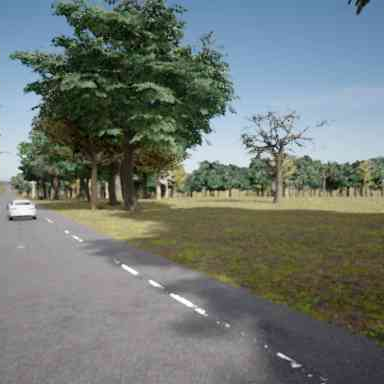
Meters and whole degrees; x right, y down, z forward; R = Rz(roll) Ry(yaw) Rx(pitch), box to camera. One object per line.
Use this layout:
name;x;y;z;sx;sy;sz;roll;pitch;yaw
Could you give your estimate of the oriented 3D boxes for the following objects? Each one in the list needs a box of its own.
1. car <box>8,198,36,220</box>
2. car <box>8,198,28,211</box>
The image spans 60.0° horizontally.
car;-13.303;1.347;26.051;1.812;1.442;4.674;0;1;-29
car;-19.873;1.338;37.878;1.895;1.301;4.718;0;0;-28
